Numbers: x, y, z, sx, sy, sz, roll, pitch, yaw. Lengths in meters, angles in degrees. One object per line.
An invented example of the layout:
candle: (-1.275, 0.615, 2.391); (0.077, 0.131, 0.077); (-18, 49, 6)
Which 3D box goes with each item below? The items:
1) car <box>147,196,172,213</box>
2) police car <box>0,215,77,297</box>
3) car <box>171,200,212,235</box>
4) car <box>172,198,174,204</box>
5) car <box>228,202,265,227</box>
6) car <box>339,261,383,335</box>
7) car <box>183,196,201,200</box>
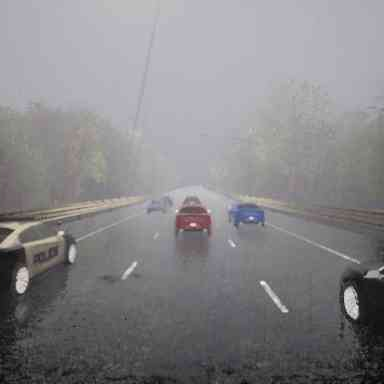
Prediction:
car: (-3.523, 1.456, 34.871); (2.033, 1.411, 5.357); (0, 0, 0)
police car: (-4.567, 1.412, 8.673); (1.930, 1.638, 5.238); (0, 0, 0)
car: (0.055, 1.430, 18.590); (1.882, 1.535, 5.008); (0, 0, 0)
car: (-3.616, 1.307, 47.439); (1.837, 1.490, 4.892); (0, 1, 0)
car: (3.543, 1.414, 22.357); (1.882, 1.535, 5.008); (0, 0, 0)
car: (3.595, 1.487, 4.135); (1.837, 1.490, 4.892); (0, 0, 0)
car: (0.002, 1.240, 37.479); (2.097, 1.767, 4.553); (0, 0, 0)
